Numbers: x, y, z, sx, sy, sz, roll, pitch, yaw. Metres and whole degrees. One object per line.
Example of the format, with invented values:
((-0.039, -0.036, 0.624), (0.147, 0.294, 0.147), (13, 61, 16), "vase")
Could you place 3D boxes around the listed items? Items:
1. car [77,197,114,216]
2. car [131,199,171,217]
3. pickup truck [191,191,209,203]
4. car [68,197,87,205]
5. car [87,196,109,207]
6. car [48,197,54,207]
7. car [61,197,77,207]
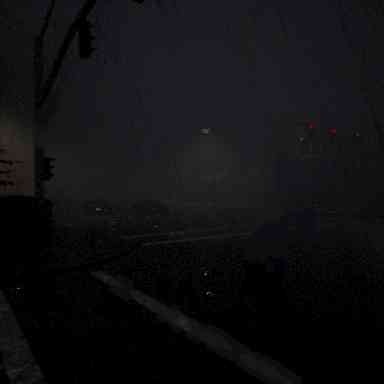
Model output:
((-9.174, 1.461, 32.033), (1.837, 1.490, 4.892), (-1, 0, -36), "car")
((-3.820, 1.403, 30.594), (1.882, 1.535, 5.008), (-1, 0, -36), "car")
((1.309, 0.858, 58.036), (2.390, 2.098, 6.274), (0, 0, -5), "pickup truck")
((-20.699, 1.543, 60.137), (1.895, 1.301, 4.718), (-1, 0, -36), "car")
((-14.685, 1.454, 51.887), (1.812, 1.442, 4.674), (-1, 0, -35), "car")
((-22.321, 1.511, 50.402), (1.812, 1.442, 4.674), (-1, 0, -35), "car")
((-18.888, 1.506, 51.610), (2.033, 1.411, 5.357), (-1, 0, -36), "car")
